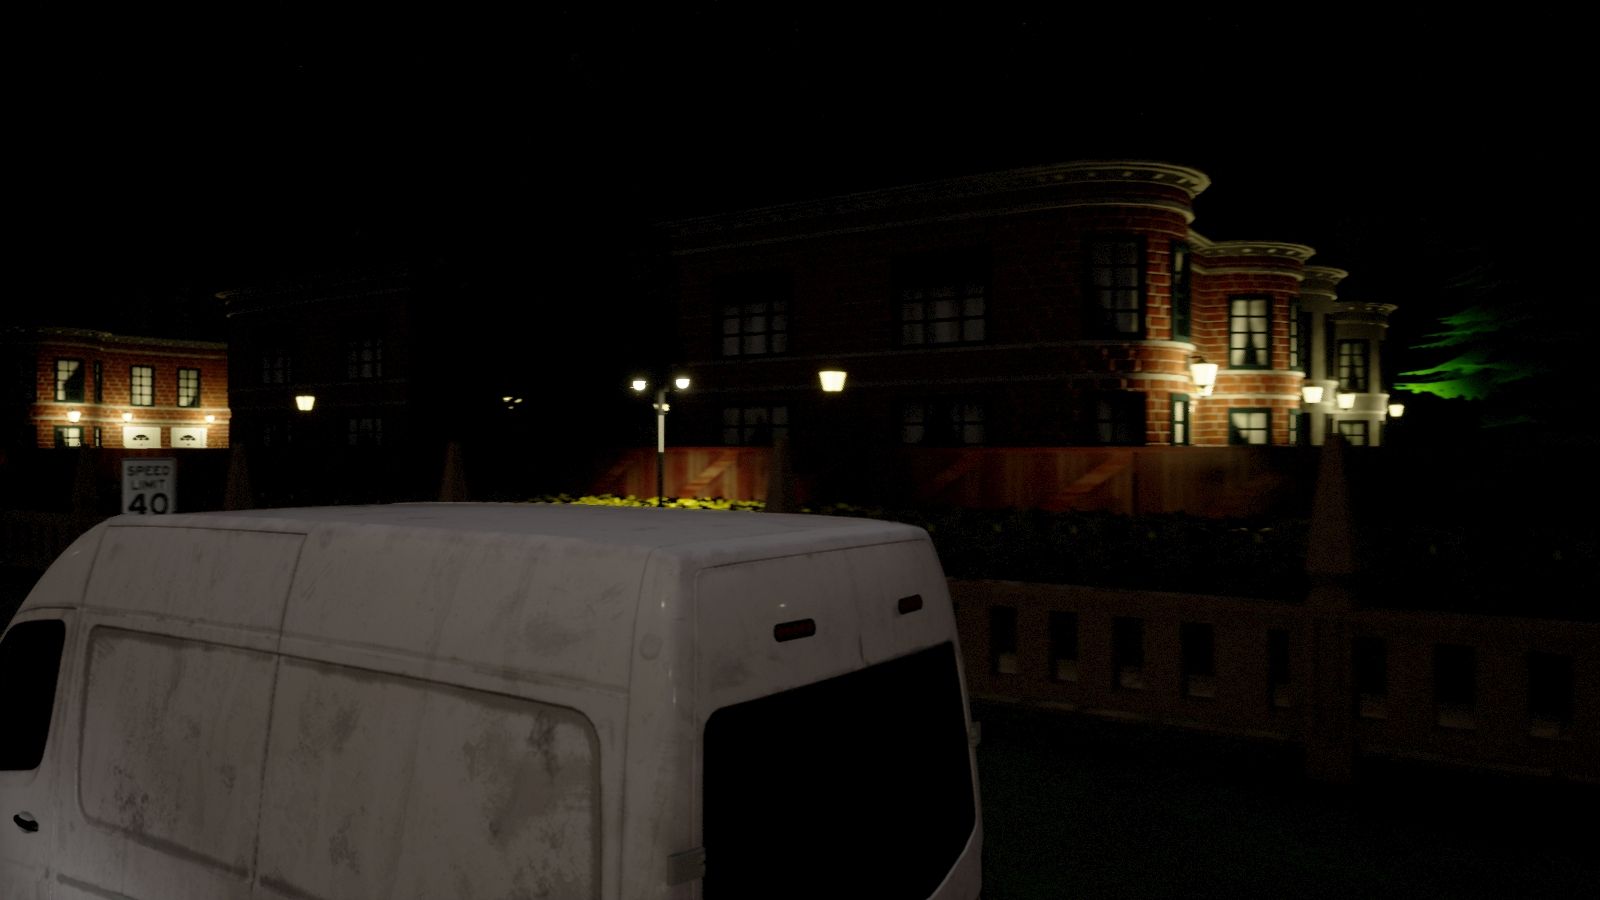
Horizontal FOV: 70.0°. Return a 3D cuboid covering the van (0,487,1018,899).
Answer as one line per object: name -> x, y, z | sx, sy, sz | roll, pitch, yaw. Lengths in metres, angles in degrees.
van -> -2.154, 1.534, 5.287 | 5.915, 2.561, 1.988 | 0, 0, 35
